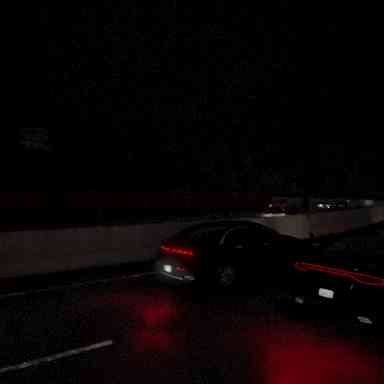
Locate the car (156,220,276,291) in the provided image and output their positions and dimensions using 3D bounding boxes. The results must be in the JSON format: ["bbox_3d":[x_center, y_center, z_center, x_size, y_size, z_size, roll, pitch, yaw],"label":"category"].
[{"bbox_3d":[1.351,1.560,9.228,4.892,1.490,1.837,1,-1,-38],"label":"car"}]

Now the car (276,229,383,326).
[{"bbox_3d":[4.166,1.532,6.983,5.008,1.535,1.882,1,0,-38],"label":"car"}]

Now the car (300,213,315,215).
[{"bbox_3d":[11.483,1.713,34.531,1.882,1.535,5.008,0,0,37],"label":"car"}]

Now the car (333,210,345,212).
[{"bbox_3d":[14.944,1.806,33.350,1.994,1.385,4.181,0,0,36],"label":"car"}]
